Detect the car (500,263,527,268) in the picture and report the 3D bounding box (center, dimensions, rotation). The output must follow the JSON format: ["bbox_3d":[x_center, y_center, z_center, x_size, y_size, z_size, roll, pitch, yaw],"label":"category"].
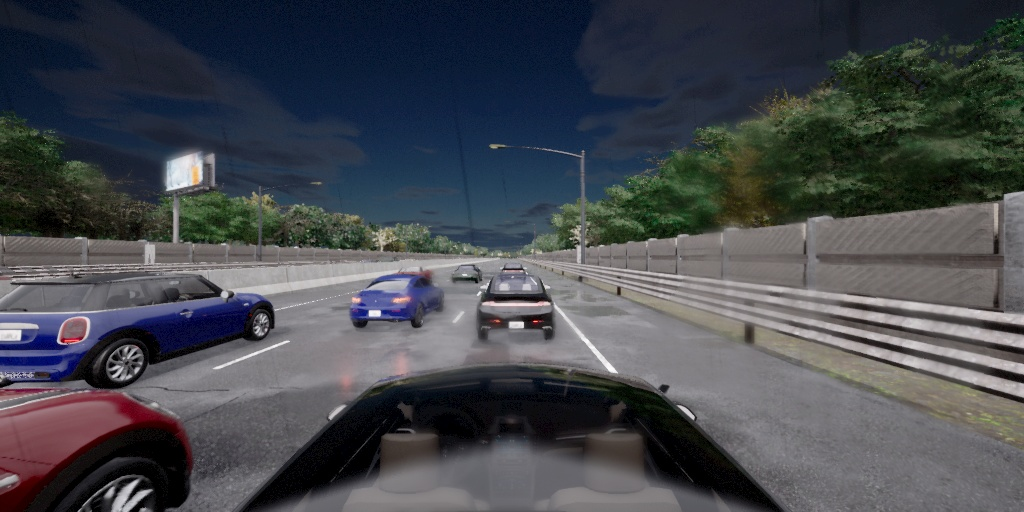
[{"bbox_3d":[0.094,1.264,27.217,2.128,1.511,4.902,0,0,0],"label":"car"}]

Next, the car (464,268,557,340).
[{"bbox_3d":[0.100,1.244,9.978,2.128,1.511,4.902,0,0,0],"label":"car"}]

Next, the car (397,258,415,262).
[{"bbox_3d":[-17.503,1.350,61.032,1.882,1.535,5.008,0,0,0],"label":"car"}]

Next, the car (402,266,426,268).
[{"bbox_3d":[-6.905,1.371,25.639,1.895,1.301,4.718,0,0,1],"label":"car"}]

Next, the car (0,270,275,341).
[{"bbox_3d":[-6.896,1.104,7.022,2.097,1.767,4.553,0,0,-1],"label":"car"}]

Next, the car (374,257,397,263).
[{"bbox_3d":[-21.002,1.146,61.117,2.150,2.045,5.566,0,0,0],"label":"car"}]

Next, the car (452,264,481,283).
[{"bbox_3d":[-3.403,1.338,27.843,1.994,1.385,4.181,0,0,0],"label":"car"}]

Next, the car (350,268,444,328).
[{"bbox_3d":[-3.405,1.280,11.295,1.812,1.442,4.674,0,0,1],"label":"car"}]

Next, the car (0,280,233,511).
[{"bbox_3d":[-3.405,1.102,0.736,2.097,1.767,4.553,0,0,0],"label":"car"}]
